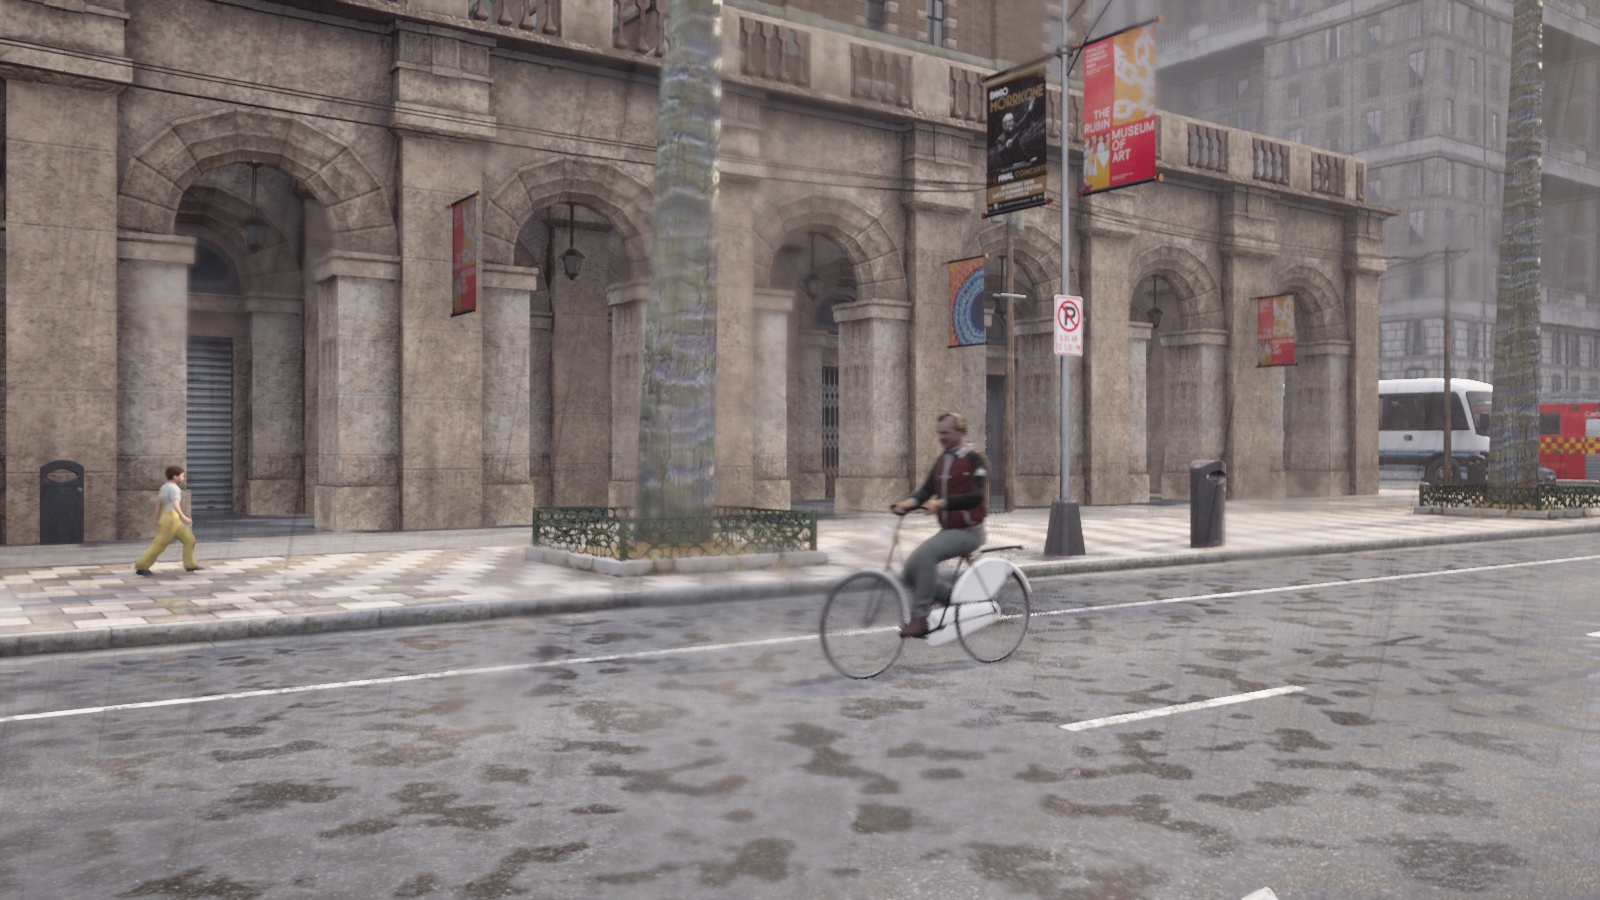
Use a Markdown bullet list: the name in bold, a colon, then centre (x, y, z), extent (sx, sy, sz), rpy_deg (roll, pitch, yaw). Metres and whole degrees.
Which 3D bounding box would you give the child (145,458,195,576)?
- **child**: centre (-6.895, 0.726, 13.744), extent (0.437, 1.263, 0.270), rpy_deg (0, 0, -37)

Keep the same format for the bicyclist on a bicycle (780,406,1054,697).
- **bicyclist on a bicycle**: centre (0.814, 0.624, 8.455), extent (1.843, 1.776, 0.659), rpy_deg (0, 0, -34)

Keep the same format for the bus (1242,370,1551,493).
- **bus**: centre (22.858, -0.654, 48.919), extent (3.944, 4.253, 10.273), rpy_deg (0, 0, -35)

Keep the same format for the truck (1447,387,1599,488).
- **truck**: centre (30.696, -0.469, 49.900), extent (2.891, 3.827, 8.468), rpy_deg (0, 0, -35)

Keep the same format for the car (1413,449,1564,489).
- **car**: centre (26.912, 0.713, 49.255), extent (1.837, 1.490, 4.892), rpy_deg (0, 0, -34)
